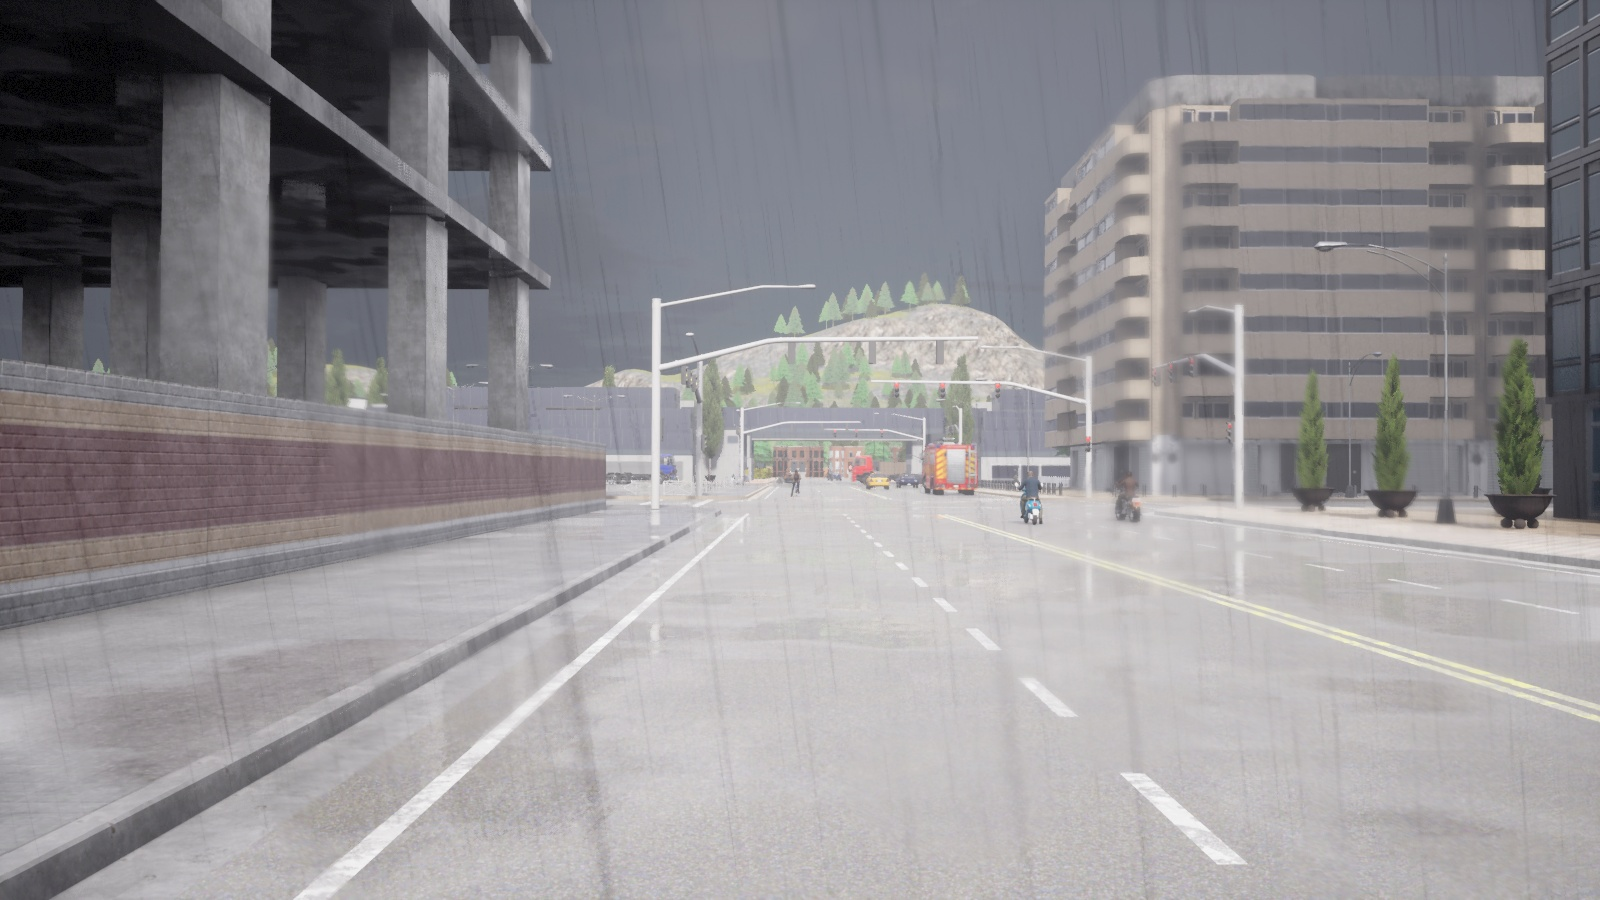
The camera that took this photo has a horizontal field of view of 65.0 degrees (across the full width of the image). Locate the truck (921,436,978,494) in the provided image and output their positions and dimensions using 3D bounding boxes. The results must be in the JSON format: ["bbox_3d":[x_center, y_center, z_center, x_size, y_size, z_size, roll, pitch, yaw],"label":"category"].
[{"bbox_3d":[10.256,1.066,86.991,2.891,3.827,8.468,0,-1,0],"label":"truck"}]

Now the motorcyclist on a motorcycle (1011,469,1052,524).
[{"bbox_3d":[6.898,1.369,37.519,0.866,1.590,1.817,0,-1,0],"label":"motorcyclist on a motorcycle"}]

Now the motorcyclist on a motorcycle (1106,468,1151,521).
[{"bbox_3d":[10.392,1.390,39.816,0.766,1.649,2.350,0,-1,0],"label":"motorcyclist on a motorcycle"}]
